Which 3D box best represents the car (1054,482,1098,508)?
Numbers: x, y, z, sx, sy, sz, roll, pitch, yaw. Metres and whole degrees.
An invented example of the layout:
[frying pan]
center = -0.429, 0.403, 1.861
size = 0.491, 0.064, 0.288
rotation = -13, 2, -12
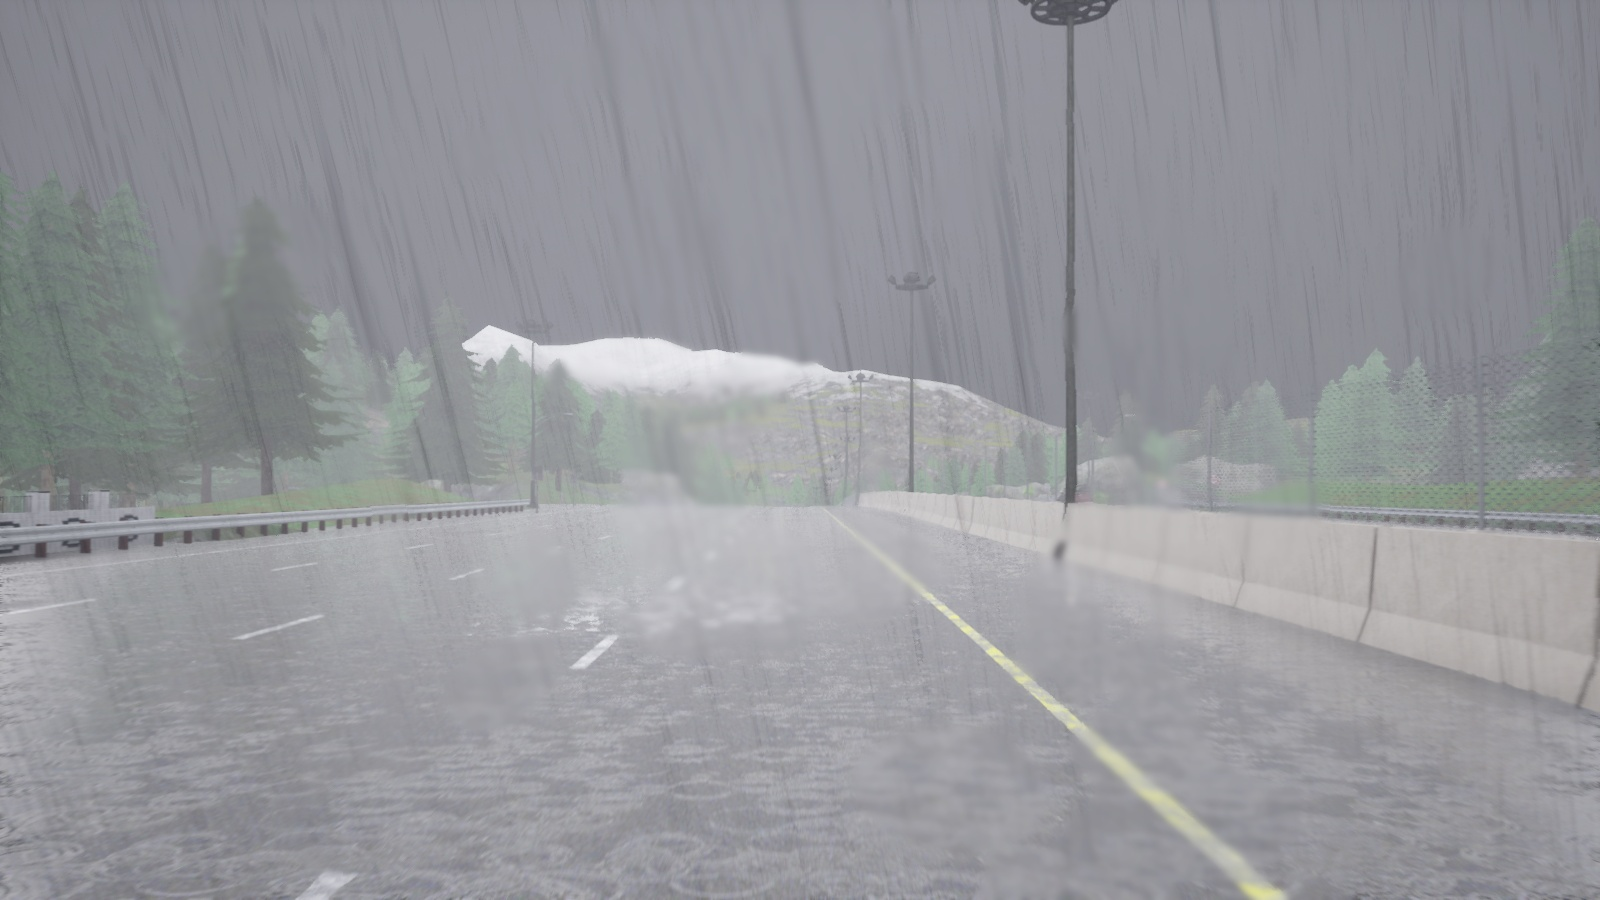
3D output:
[car]
center = 17.312, 2.813, 78.912
size = 1.851, 1.617, 3.988
rotation = 0, -2, 0
